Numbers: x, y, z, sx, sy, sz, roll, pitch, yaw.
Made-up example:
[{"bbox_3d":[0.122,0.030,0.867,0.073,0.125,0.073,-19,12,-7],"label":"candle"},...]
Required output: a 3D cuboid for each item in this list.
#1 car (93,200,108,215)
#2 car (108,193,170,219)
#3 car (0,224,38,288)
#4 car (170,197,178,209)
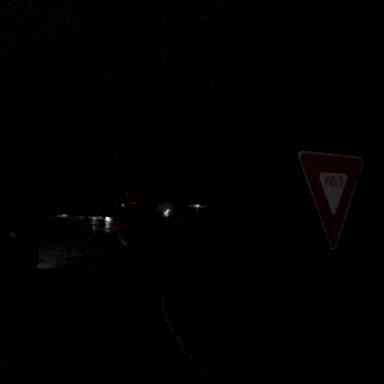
[{"bbox_3d":[-7.109,1.365,30.968,1.837,1.490,4.892,0,0,24],"label":"car"},{"bbox_3d":[-4.258,1.104,28.085,2.150,2.045,5.566,0,0,23],"label":"car"},{"bbox_3d":[-5.043,1.309,7.231,2.097,1.767,4.553,0,0,-8],"label":"car"},{"bbox_3d":[-2.669,1.326,41.319,2.033,1.411,5.357,0,1,23],"label":"car"}]
